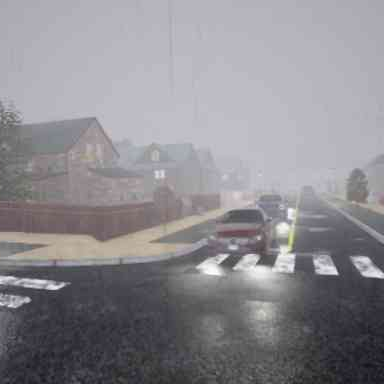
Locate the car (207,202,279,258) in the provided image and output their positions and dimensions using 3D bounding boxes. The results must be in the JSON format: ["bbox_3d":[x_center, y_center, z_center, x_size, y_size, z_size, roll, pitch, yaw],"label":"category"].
[{"bbox_3d":[1.904,1.306,11.886,1.812,1.442,4.674,-2,1,18],"label":"car"}]

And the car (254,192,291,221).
[{"bbox_3d":[5.338,0.908,22.413,2.097,1.767,4.553,-2,1,18],"label":"car"}]

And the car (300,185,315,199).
[{"bbox_3d":[18.741,-0.038,54.002,2.150,2.045,5.566,-2,1,18],"label":"car"}]
